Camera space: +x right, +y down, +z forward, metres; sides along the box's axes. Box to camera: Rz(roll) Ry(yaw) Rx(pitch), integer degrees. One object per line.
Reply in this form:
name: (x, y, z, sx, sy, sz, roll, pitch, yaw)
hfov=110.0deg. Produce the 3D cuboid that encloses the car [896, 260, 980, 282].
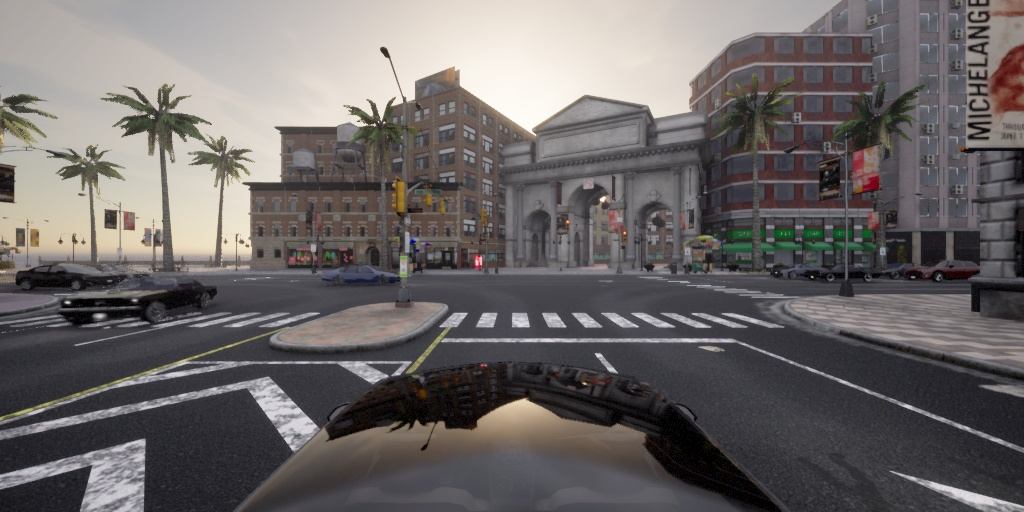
car: (34.060, 1.102, 28.372, 4.553, 1.767, 2.097, 0, 0, 2)

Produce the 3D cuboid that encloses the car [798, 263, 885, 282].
car: (26.105, 1.351, 28.525, 4.718, 1.301, 1.895, 0, 0, 1)

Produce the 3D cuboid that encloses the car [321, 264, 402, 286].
car: (-10.371, 1.297, 25.107, 5.357, 1.411, 2.033, 0, 0, 0)

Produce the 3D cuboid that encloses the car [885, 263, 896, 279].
car: (34.845, 1.297, 31.911, 5.357, 1.411, 2.033, 0, 0, 1)

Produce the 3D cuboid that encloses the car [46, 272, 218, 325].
car: (-12.043, 1.351, 12.013, 1.895, 1.301, 4.718, 0, 0, -17)

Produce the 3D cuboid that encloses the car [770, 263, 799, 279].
car: (25.589, 1.314, 32.013, 4.181, 1.385, 1.994, 0, 0, 1)

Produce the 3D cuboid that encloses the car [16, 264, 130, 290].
car: (-26.668, 1.228, 21.645, 5.008, 1.535, 1.882, 0, 0, 2)

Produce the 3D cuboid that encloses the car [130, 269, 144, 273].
car: (-28.580, 1.297, 25.243, 5.357, 1.411, 2.033, 0, 0, 0)
